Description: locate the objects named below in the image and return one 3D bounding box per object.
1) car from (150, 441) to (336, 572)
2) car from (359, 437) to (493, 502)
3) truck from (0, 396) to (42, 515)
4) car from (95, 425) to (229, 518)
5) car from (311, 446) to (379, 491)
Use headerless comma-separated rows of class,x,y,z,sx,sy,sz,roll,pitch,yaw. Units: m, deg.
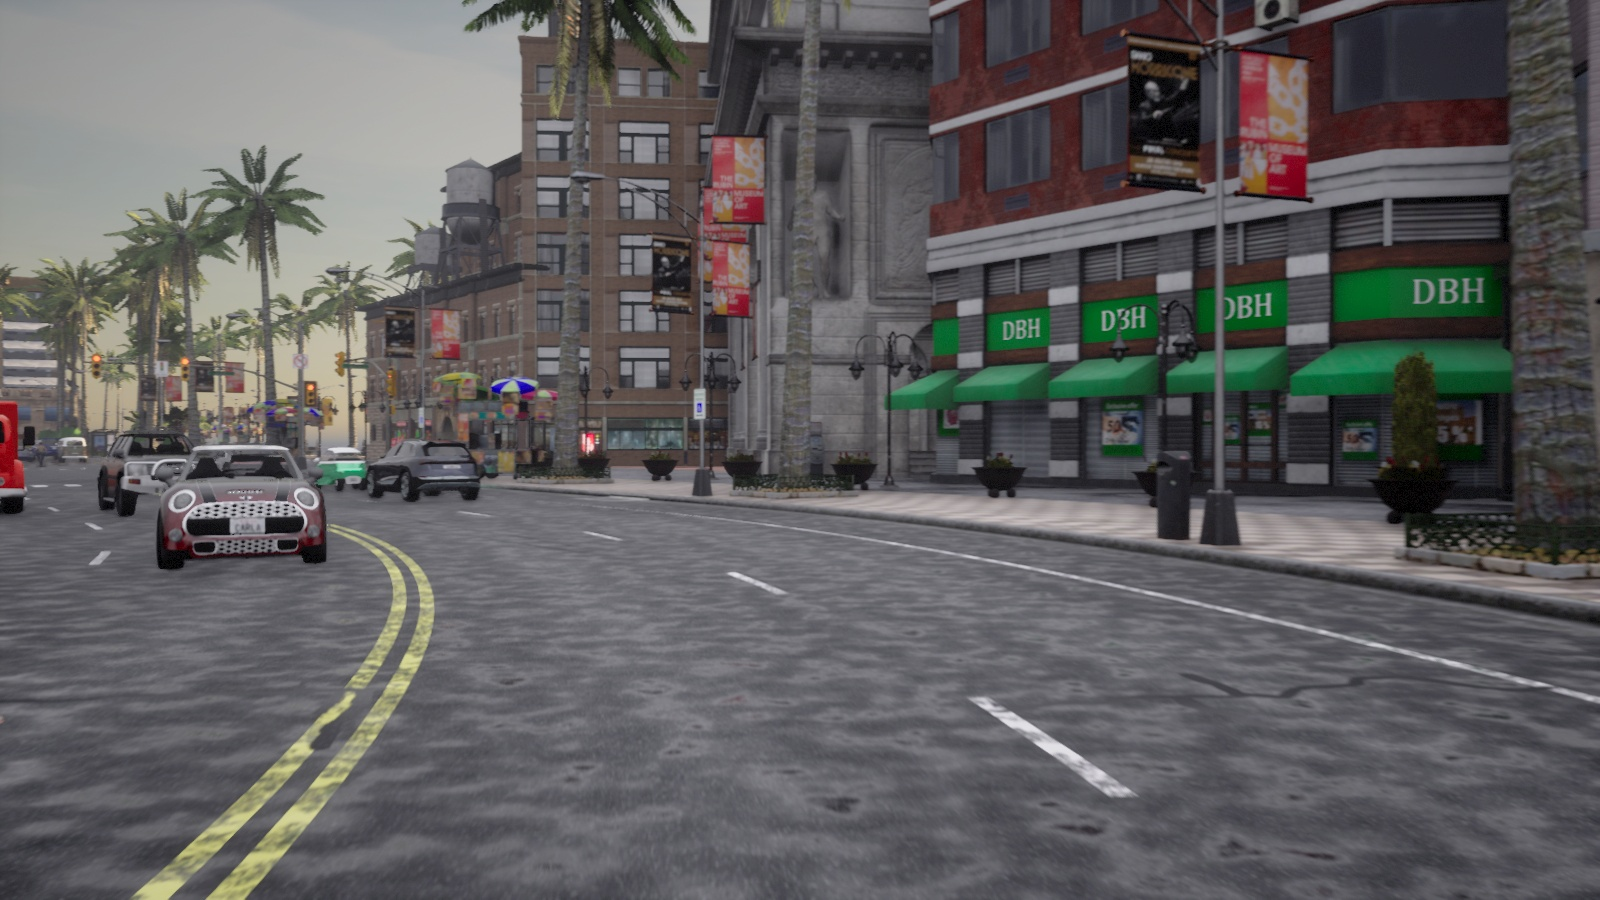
car,-7.214,0.620,16.222,1.970,1.475,3.806,0,0,-25
car,-10.276,0.483,34.273,2.033,1.649,4.856,0,0,-36
truck,-18.602,0.102,27.863,2.627,2.467,5.204,0,0,-36
car,-14.031,0.408,27.498,1.932,1.855,4.605,0,0,-36
car,-14.638,0.574,40.363,1.481,1.376,2.207,0,1,-36
